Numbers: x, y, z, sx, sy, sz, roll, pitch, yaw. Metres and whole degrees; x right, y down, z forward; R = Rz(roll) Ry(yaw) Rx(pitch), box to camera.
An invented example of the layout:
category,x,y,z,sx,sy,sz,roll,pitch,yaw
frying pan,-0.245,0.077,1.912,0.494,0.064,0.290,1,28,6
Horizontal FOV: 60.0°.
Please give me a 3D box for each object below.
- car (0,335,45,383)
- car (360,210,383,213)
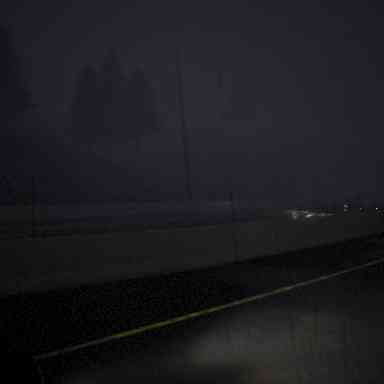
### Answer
category,x,y,z,sx,sy,sz,roll,pitch,yaw
car,-3.295,1.497,1.497,4.902,1.511,2.128,0,0,-35
car,17.857,1.621,31.896,4.718,1.301,1.895,0,0,-39
